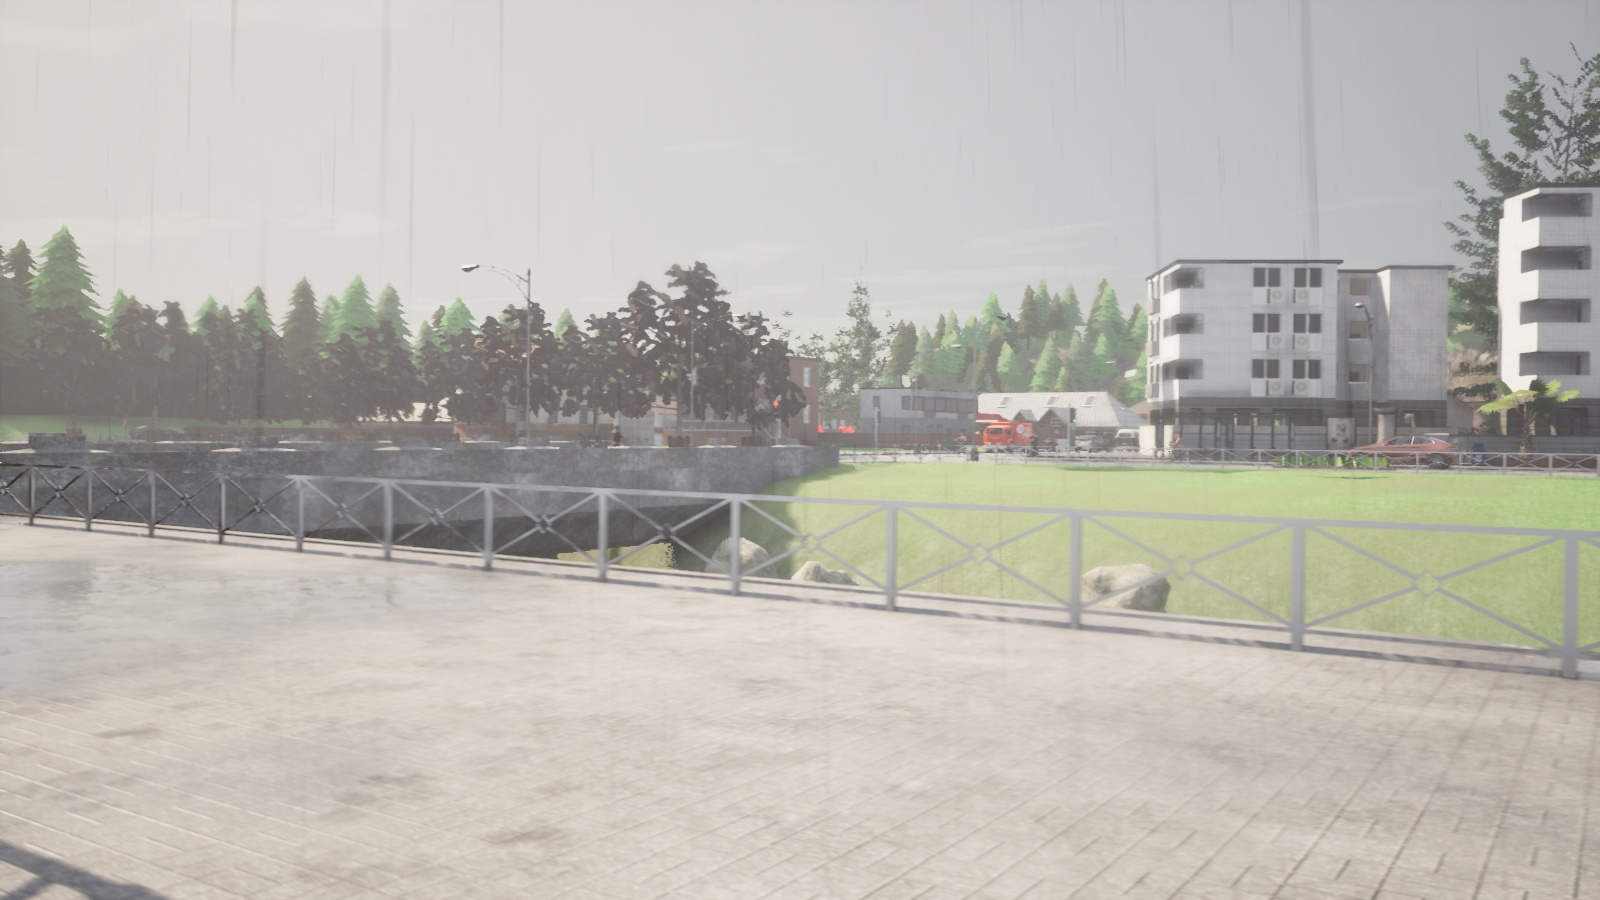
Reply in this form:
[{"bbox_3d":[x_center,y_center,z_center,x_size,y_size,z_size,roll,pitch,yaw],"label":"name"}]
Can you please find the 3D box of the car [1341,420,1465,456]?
[{"bbox_3d":[28.492,-0.558,59.378,5.027,1.651,2.152,0,1,34],"label":"car"}]
